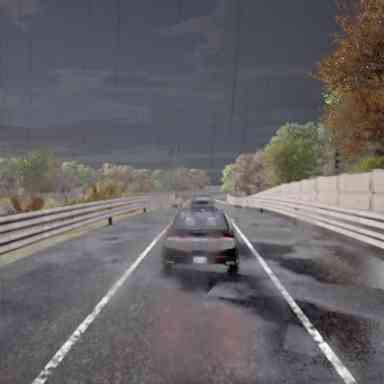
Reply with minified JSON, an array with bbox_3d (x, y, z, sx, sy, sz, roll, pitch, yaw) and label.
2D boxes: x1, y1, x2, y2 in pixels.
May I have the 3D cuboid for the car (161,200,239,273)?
[{"bbox_3d":[0.251,1.203,9.619,2.128,1.511,4.902,0,1,2],"label":"car"}]

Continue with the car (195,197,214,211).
[{"bbox_3d":[1.352,1.253,35.669,1.895,1.301,4.718,0,-1,3],"label":"car"}]

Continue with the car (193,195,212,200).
[{"bbox_3d":[0.831,1.032,25.866,1.837,1.490,4.892,0,0,2],"label":"car"}]

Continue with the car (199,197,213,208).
[{"bbox_3d":[2.067,1.544,48.428,1.882,1.535,5.008,0,-3,5],"label":"car"}]
